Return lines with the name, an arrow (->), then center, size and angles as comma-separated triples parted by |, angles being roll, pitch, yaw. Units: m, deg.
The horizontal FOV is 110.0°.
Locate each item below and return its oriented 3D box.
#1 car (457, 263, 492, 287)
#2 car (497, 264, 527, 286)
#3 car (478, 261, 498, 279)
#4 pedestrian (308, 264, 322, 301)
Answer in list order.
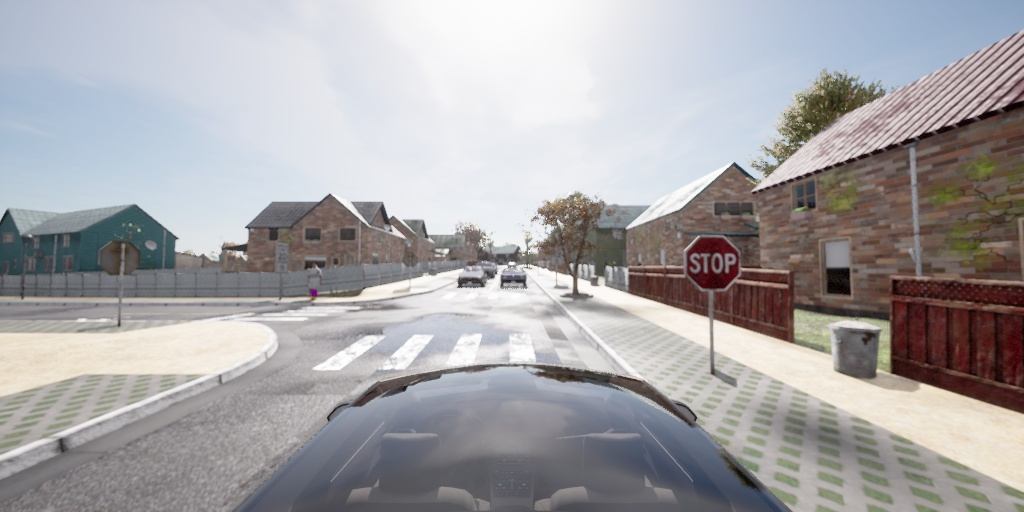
car -> -2.841, 1.472, 26.781 | 2.033, 1.411, 5.357 | 0, 0, 0
car -> 0.105, 1.529, 27.324 | 1.895, 1.301, 4.718 | 0, 0, 0
car -> -2.833, 1.358, 36.707 | 2.097, 1.767, 4.553 | 0, -1, 0
pedestrian -> -9.906, 1.283, 17.958 | 0.375, 1.860, 0.375 | 0, -2, 5
